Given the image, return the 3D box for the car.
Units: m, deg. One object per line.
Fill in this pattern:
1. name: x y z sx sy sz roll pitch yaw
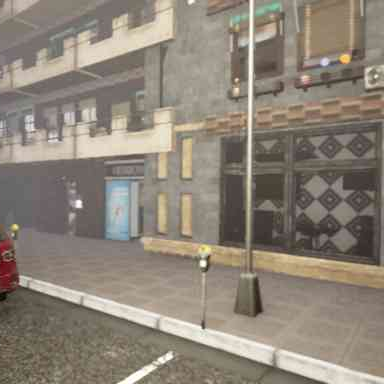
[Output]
1. car: -5.537 1.306 6.809 5.009 1.841 2.192 0 1 36
